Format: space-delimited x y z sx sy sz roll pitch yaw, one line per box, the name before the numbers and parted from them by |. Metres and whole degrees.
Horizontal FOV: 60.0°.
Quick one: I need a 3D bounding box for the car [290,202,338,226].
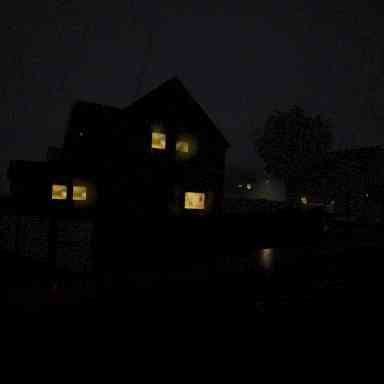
car | 7.501 1.442 22.896 1.882 1.535 5.008 4 -2 -33
